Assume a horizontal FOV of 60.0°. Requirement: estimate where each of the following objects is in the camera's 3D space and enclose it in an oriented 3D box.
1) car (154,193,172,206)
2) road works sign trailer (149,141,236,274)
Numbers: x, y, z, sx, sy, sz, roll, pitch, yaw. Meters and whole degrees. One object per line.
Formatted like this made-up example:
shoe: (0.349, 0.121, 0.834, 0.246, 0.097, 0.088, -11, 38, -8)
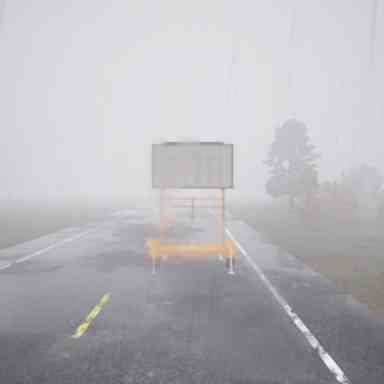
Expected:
car: (-3.507, 0.876, 40.929, 1.837, 1.490, 4.892, 0, 1, 0)
road works sign trailer: (0.021, 0.306, 9.951, 2.380, 3.560, 2.880, 0, 1, 0)
